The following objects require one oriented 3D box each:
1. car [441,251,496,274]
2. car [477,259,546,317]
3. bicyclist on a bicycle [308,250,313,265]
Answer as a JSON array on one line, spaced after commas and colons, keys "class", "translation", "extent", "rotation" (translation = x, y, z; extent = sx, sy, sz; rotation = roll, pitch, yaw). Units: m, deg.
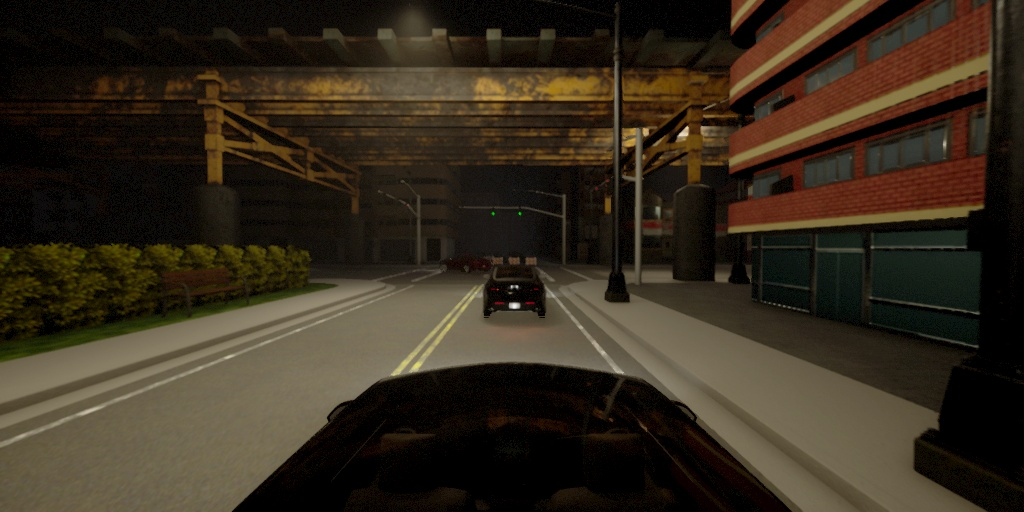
[{"class": "car", "translation": [-3.920, 0.584, 29.554], "extent": [1.882, 1.535, 5.008], "rotation": [1, 1, -45]}, {"class": "car", "translation": [0.078, 1.018, 11.980], "extent": [1.837, 1.490, 4.892], "rotation": [0, 1, 0]}, {"class": "bicyclist on a bicycle", "translation": [-21.851, 0.201, 38.556], "extent": [0.582, 1.620, 1.656], "rotation": [0, 1, 0]}]
